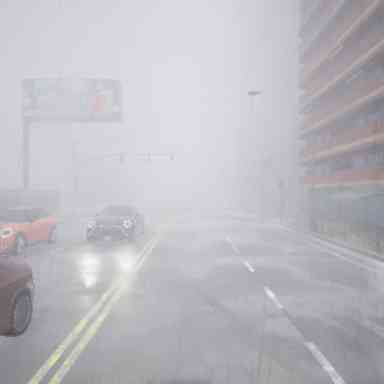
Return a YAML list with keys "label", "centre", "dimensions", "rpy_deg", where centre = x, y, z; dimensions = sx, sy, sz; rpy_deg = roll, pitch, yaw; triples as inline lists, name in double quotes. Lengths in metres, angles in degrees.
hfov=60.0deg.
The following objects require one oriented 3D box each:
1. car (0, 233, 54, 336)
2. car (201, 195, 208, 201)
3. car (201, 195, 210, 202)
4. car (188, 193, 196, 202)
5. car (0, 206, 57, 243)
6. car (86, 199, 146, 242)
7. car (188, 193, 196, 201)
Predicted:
- label: "car"
  centre: [-3.591, 1.537, 3.995]
  dimensions: [1.812, 1.442, 4.674]
  rpy_deg: [0, 0, 0]
- label: "car"
  centre: [3.414, 1.627, 91.173]
  dimensions: [1.994, 1.385, 4.181]
  rpy_deg: [0, 0, 0]
- label: "car"
  centre: [3.422, 1.688, 82.283]
  dimensions: [1.837, 1.490, 4.892]
  rpy_deg: [0, 0, 0]
- label: "car"
  centre: [-0.077, 1.712, 81.470]
  dimensions: [2.128, 1.511, 4.902]
  rpy_deg: [0, 0, 0]
- label: "car"
  centre: [-7.109, 1.389, 13.152]
  dimensions: [2.097, 1.767, 4.553]
  rpy_deg: [0, -1, -1]
- label: "car"
  centre: [-3.598, 1.391, 16.399]
  dimensions: [2.097, 1.767, 4.553]
  rpy_deg: [0, 0, 0]
- label: "car"
  centre: [-0.086, 1.301, 91.200]
  dimensions: [2.150, 2.045, 5.566]
  rpy_deg: [0, 0, 0]
